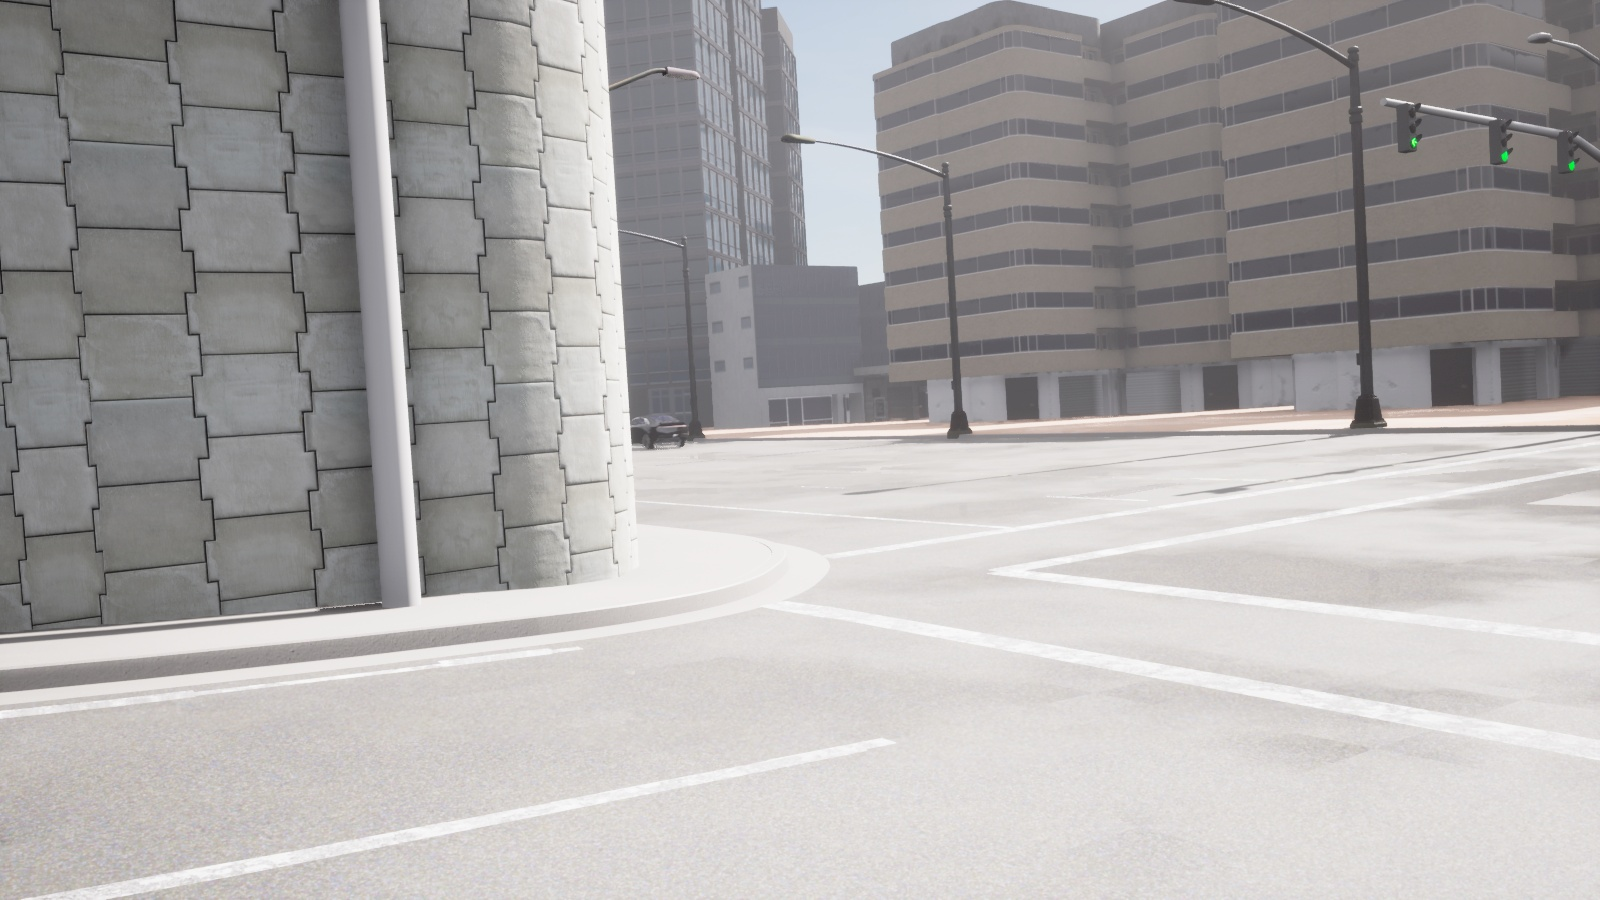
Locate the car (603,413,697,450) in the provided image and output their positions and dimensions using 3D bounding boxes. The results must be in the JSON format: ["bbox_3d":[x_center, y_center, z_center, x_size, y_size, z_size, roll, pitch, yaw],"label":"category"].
[{"bbox_3d":[-6.945,-0.837,57.599,2.128,1.511,4.902,-5,3,-35],"label":"car"}]
